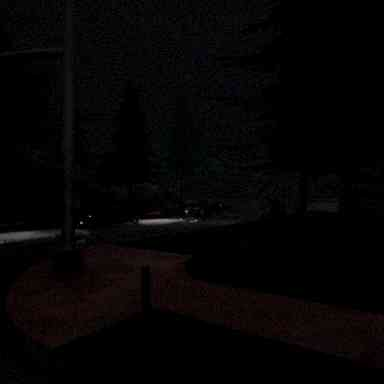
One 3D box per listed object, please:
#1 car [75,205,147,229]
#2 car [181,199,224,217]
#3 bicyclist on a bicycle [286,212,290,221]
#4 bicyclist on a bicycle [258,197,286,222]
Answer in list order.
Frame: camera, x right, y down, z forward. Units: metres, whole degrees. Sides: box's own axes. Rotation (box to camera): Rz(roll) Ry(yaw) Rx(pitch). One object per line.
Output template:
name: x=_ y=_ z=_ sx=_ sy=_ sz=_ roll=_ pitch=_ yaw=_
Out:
car: x=-5.092 y=1.469 z=20.922 sx=1.895 sy=1.301 sz=4.718 roll=0 pitch=0 yaw=36
car: x=0.991 y=1.359 z=29.386 sx=2.128 sy=1.511 sz=4.902 roll=0 pitch=0 yaw=36
bicyclist on a bicycle: x=5.733 y=1.158 z=22.387 sx=1.656 sy=1.620 sz=0.582 roll=0 pitch=0 yaw=22
bicyclist on a bicycle: x=5.170 y=1.158 z=21.906 sx=1.656 sy=1.620 sz=0.582 roll=0 pitch=0 yaw=15
